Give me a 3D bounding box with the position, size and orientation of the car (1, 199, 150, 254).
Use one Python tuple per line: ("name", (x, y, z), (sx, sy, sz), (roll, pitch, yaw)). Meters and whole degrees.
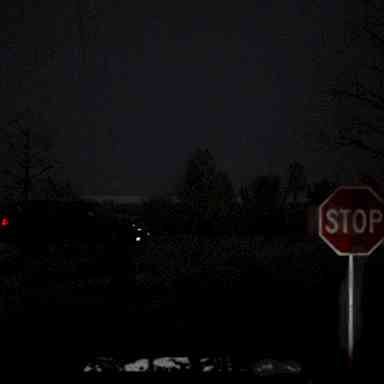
("car", (-4.510, 1.299, 13.249), (5.566, 2.045, 2.150), (0, 0, 0))
